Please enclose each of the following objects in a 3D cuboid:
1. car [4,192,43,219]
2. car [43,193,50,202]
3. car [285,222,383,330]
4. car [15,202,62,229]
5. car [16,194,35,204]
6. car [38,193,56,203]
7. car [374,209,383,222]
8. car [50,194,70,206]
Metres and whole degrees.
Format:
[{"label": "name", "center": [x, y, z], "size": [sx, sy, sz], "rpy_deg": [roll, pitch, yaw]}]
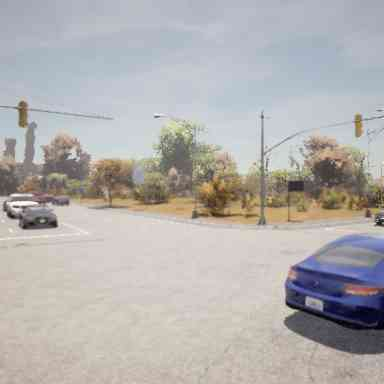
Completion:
[{"label": "car", "center": [-15.208, 1.219, 29.892], "size": [2.150, 2.045, 5.566], "rpy_deg": [0, 0, -33]}, {"label": "car", "center": [-23.124, 1.028, 49.271], "size": [2.150, 2.045, 5.566], "rpy_deg": [0, 1, -33]}, {"label": "car", "center": [3.739, 1.530, 6.415], "size": [4.674, 1.442, 1.812], "rpy_deg": [0, 0, -36]}, {"label": "car", "center": [-10.097, 1.567, 21.797], "size": [1.994, 1.385, 4.181], "rpy_deg": [0, 0, -32]}, {"label": "car", "center": [-29.034, 1.153, 57.819], "size": [2.033, 1.411, 5.357], "rpy_deg": [0, 1, -37]}, {"label": "car", "center": [-26.094, 1.091, 59.723], "size": [1.882, 1.535, 5.008], "rpy_deg": [0, 1, -37]}, {"label": "car", "center": [14.453, 1.523, 22.883], "size": [4.892, 1.490, 1.837], "rpy_deg": [0, 0, -35]}, {"label": "car", "center": [-20.202, 1.300, 51.205], "size": [2.128, 1.511, 4.902], "rpy_deg": [0, 1, -33]}]
